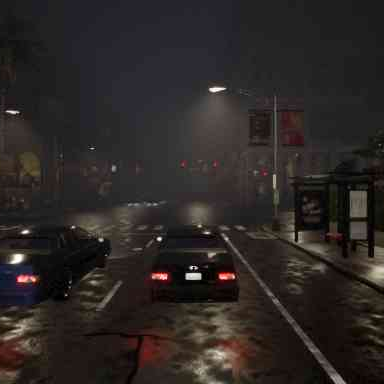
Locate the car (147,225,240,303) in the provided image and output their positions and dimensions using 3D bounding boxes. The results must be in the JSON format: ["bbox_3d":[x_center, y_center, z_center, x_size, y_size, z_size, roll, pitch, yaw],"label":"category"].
[{"bbox_3d":[0.024,1.547,8.421,2.033,1.411,5.357,0,0,0],"label":"car"}]

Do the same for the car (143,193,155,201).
[{"bbox_3d":[-10.975,1.225,85.895,2.150,2.045,5.566,0,0,3],"label":"car"}]

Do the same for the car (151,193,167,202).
[{"bbox_3d":[-7.556,1.355,75.378,2.097,1.767,4.553,0,0,0],"label":"car"}]

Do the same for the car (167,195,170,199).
[{"bbox_3d":[-7.472,1.500,85.771,1.837,1.490,4.892,0,0,3],"label":"car"}]

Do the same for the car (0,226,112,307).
[{"bbox_3d":[-3.476,1.547,8.236,2.033,1.411,5.357,0,0,0],"label":"car"}]

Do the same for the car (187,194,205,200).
[{"bbox_3d":[1.174,1.540,94.272,2.033,1.411,5.357,0,0,19],"label":"car"}]

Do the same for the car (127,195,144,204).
[{"bbox_3d":[-11.008,1.564,63.227,1.994,1.385,4.181,0,0,0],"label":"car"}]

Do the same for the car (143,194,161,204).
[{"bbox_3d":[-7.520,1.563,63.509,1.994,1.385,4.181,0,0,0],"label":"car"}]
